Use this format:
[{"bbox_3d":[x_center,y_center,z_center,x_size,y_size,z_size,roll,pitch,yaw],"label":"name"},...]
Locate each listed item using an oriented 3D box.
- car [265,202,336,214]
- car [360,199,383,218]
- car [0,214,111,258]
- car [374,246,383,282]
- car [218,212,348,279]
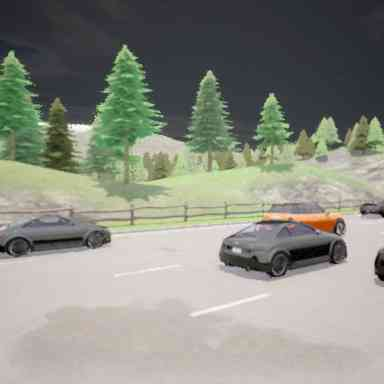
[{"bbox_3d":[5.487,1.285,16.265,4.553,1.767,2.097,0,0,-36],"label":"car"},{"bbox_3d":[16.161,1.347,28.182,4.902,1.511,2.128,0,0,-36],"label":"car"},{"bbox_3d":[-5.300,1.548,12.866,4.181,1.385,1.994,0,0,-36],"label":"car"},{"bbox_3d":[6.406,1.515,8.321,4.181,1.385,1.994,0,0,-36],"label":"car"},{"bbox_3d":[2.832,1.524,10.071,4.181,1.385,1.994,0,0,-36],"label":"car"}]
